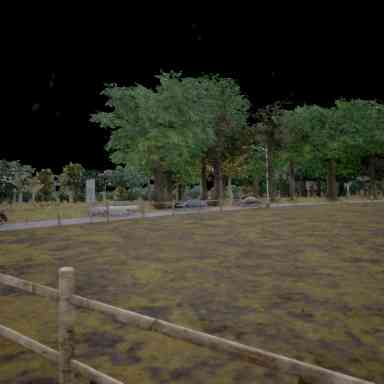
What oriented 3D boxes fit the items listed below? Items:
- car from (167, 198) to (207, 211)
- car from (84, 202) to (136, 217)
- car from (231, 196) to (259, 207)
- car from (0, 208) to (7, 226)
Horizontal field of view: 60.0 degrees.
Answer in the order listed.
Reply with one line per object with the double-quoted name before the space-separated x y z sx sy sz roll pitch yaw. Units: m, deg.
"car" -0.470 1.443 39.171 2.033 1.411 5.357 -2 -1 42
"car" -7.482 1.567 30.573 1.895 1.301 4.718 -2 -1 37
"car" 7.594 1.327 46.994 4.674 1.442 1.812 -1 -1 -41
"car" -14.265 1.370 20.788 2.097 1.767 4.553 -2 -1 33
